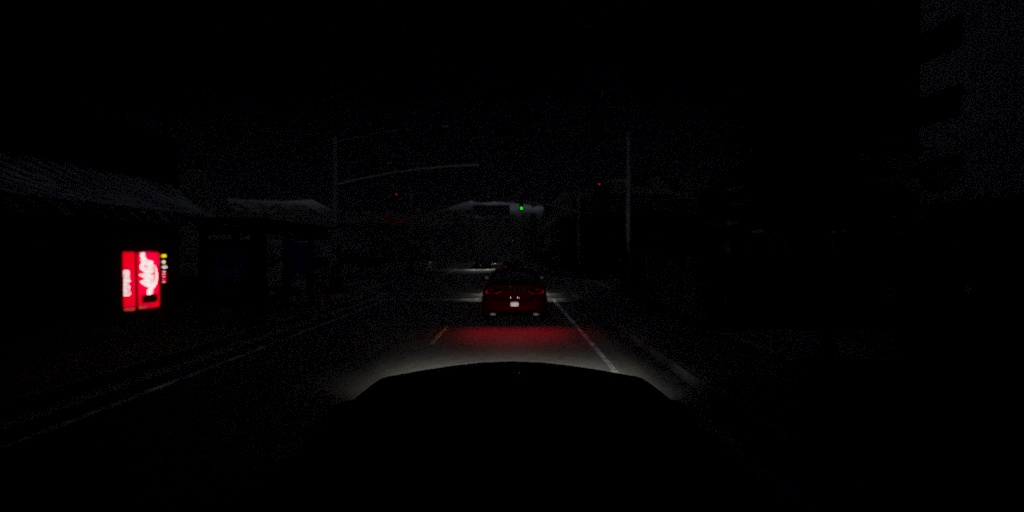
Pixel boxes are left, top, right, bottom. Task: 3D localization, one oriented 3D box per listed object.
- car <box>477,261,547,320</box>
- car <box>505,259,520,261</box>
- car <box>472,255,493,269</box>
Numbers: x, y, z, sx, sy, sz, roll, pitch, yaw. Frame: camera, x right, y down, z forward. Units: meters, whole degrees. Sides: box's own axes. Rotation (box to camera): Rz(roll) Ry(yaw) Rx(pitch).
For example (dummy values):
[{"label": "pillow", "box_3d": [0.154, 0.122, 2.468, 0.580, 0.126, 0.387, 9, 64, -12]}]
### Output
[{"label": "car", "box_3d": [0.077, 1.106, 12.082, 1.882, 1.535, 5.008, 0, 1, 0]}, {"label": "car", "box_3d": [0.080, 0.969, 33.856, 1.895, 1.301, 4.718, 0, 1, 0]}, {"label": "car", "box_3d": [-3.614, 0.785, 43.466, 1.812, 1.442, 4.674, 0, 1, 0]}]
